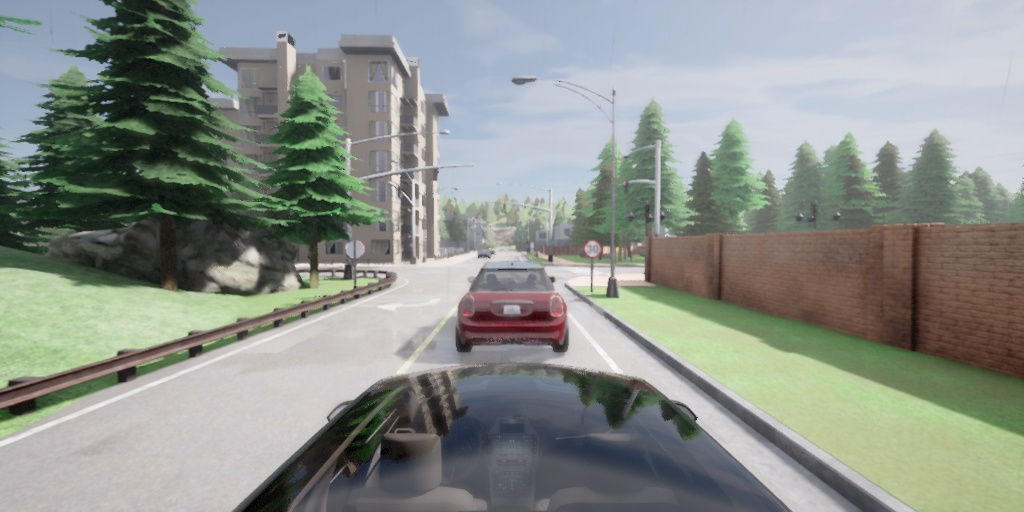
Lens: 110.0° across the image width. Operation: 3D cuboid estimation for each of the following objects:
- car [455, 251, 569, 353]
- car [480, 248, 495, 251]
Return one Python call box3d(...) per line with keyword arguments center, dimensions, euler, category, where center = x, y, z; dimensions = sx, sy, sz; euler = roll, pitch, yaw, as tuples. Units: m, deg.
box3d(center=(0.003, 0.885, 8.401), dimensions=(2.097, 1.767, 4.553), euler=(0, 2, 0), category="car")
box3d(center=(-4.014, -0.353, 52.876), dimensions=(2.033, 1.411, 5.357), euler=(0, 2, 0), category="car")
